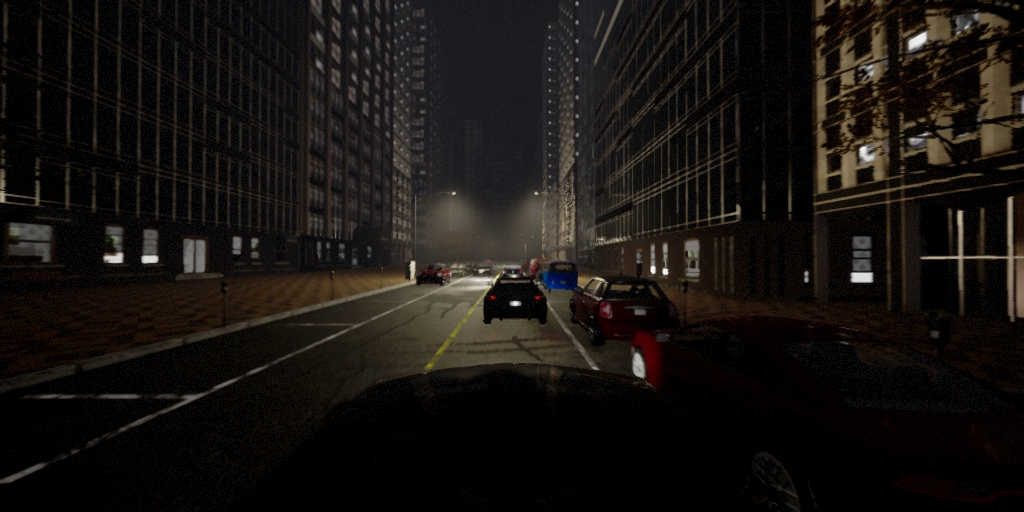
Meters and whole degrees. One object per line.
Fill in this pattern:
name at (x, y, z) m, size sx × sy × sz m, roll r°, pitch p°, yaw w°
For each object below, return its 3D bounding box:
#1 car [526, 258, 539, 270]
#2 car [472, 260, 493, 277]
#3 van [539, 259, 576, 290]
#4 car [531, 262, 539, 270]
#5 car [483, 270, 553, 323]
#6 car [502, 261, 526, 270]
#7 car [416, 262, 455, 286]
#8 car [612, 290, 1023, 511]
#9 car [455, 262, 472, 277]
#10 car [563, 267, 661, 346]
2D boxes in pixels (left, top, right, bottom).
car at (2.688, 1.177, 32.041) m, size 2.192 × 1.841 × 5.009 m, roll 0°, pitch 0°, yaw 0°
car at (-3.037, 1.377, 38.468) m, size 2.128 × 1.511 × 4.902 m, roll 0°, pitch 0°, yaw 1°
van at (2.689, 1.162, 20.758) m, size 1.690 × 1.789 × 3.998 m, roll 0°, pitch 0°, yaw 0°
car at (2.689, 1.393, 26.400) m, size 2.007 × 1.370 × 4.403 m, roll 0°, pitch 0°, yaw 0°
car at (0.098, 1.354, 12.385) m, size 1.994 × 1.385 × 4.181 m, roll 0°, pitch 0°, yaw 0°
car at (0.095, 1.413, 33.126) m, size 2.033 × 1.411 × 5.357 m, roll 0°, pitch 0°, yaw 0°
car at (-5.691, 1.282, 26.371) m, size 1.967 × 1.591 × 4.097 m, roll 0°, pitch 0°, yaw 0°
car at (2.691, 1.303, 3.834) m, size 1.888 × 1.381 × 4.507 m, roll 0°, pitch 0°, yaw 0°
car at (-5.693, 1.432, 37.656) m, size 2.007 × 1.370 × 4.403 m, roll 0°, pitch 0°, yaw 0°
car at (2.691, 1.219, 9.476) m, size 1.967 × 1.591 × 4.097 m, roll 0°, pitch 0°, yaw 0°
